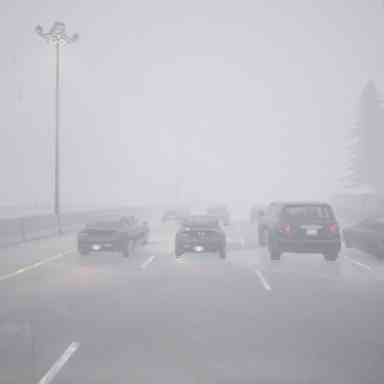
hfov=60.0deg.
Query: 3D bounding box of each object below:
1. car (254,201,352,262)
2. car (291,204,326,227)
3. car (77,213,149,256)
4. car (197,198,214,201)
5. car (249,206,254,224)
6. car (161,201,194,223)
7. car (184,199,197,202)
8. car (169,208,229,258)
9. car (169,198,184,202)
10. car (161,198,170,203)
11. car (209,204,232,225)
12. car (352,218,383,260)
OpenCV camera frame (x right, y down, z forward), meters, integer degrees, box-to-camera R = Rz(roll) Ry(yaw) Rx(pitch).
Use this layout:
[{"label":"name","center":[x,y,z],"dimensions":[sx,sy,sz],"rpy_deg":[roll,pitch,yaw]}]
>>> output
[{"label":"car","center":[3.893,1.348,12.910],"dimensions":[2.150,2.045,5.566],"rpy_deg":[0,0,4]},{"label":"car","center":[9.109,1.776,26.357],"dimensions":[1.837,1.490,4.892],"rpy_deg":[0,0,10]},{"label":"car","center":[-3.055,1.640,13.723],"dimensions":[1.837,1.490,4.892],"rpy_deg":[0,0,5]},{"label":"car","center":[3.514,2.097,75.724],"dimensions":[2.097,1.767,4.553],"rpy_deg":[0,-1,26]},{"label":"car","center":[5.691,1.750,27.104],"dimensions":[1.882,1.535,5.008],"rpy_deg":[0,0,10]},{"label":"car","center":[-1.227,1.802,28.198],"dimensions":[1.812,1.442,4.674],"rpy_deg":[0,0,10]},{"label":"car","center":[0.448,2.303,77.411],"dimensions":[1.994,1.385,4.181],"rpy_deg":[0,-1,26]},{"label":"car","center":[0.435,1.641,13.458],"dimensions":[1.837,1.490,4.892],"rpy_deg":[0,0,5]},{"label":"car","center":[-2.605,2.300,79.126],"dimensions":[2.033,1.411,5.357],"rpy_deg":[0,-1,26]},{"label":"car","center":[-5.650,2.142,80.875],"dimensions":[2.097,1.767,4.553],"rpy_deg":[0,-1,26]},{"label":"car","center":[2.206,1.781,27.523],"dimensions":[1.837,1.490,4.892],"rpy_deg":[0,0,10]},{"label":"car","center":[7.415,1.700,12.920],"dimensions":[1.994,1.385,4.181],"rpy_deg":[0,-1,5]}]
